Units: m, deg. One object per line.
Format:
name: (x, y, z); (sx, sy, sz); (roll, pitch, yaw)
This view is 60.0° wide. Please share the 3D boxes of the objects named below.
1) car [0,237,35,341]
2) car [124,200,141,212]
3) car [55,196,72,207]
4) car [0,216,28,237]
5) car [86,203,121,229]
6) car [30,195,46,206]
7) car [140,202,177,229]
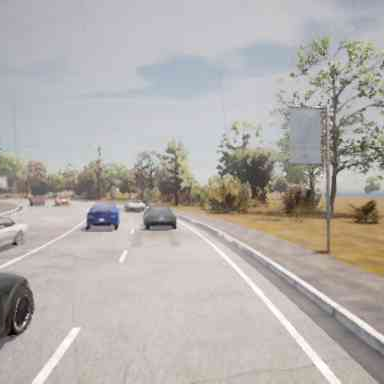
car: (-3.637, 1.573, 4.017); (1.994, 1.385, 4.181); (0, 0, -2)
car: (-6.904, 1.589, 39.472); (1.895, 1.301, 4.718); (0, 0, -19)
car: (-20.409, 1.346, 52.624); (2.097, 1.767, 4.553); (0, 0, -27)
car: (-7.968, 1.614, 12.494); (1.895, 1.301, 4.718); (0, 0, -7)
car: (-5.697, 1.475, 21.688); (1.882, 1.535, 5.008); (0, 0, -11)
car: (-24.964, 1.347, 53.753); (2.097, 1.767, 4.553); (0, 0, -29)
car: (-2.184, 1.553, 21.883); (1.994, 1.385, 4.181); (0, 0, -10)
